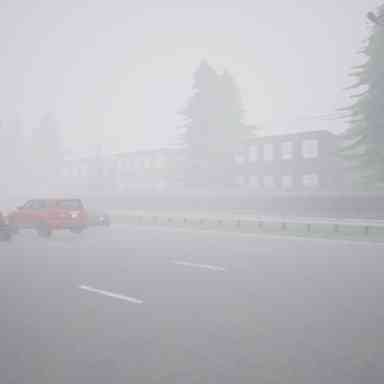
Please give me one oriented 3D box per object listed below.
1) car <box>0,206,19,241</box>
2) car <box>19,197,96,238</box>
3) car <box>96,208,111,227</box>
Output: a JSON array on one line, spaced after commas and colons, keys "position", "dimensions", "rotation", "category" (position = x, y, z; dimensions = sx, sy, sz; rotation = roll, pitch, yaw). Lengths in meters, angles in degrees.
[{"position": [-10.785, 1.475, 16.233], "dimensions": [4.553, 1.767, 2.097], "rotation": [-1, 0, 36], "category": "car"}, {"position": [-8.204, 1.329, 18.684], "dimensions": [5.566, 2.045, 2.150], "rotation": [-1, 0, 36], "category": "car"}, {"position": [-7.401, 1.674, 22.430], "dimensions": [4.181, 1.385, 1.994], "rotation": [-1, 0, 36], "category": "car"}]
